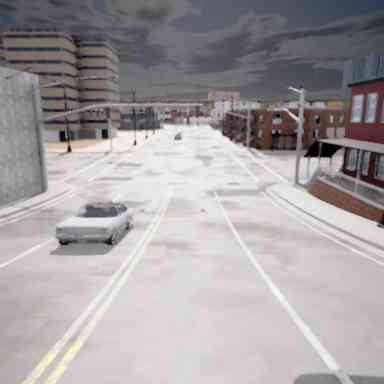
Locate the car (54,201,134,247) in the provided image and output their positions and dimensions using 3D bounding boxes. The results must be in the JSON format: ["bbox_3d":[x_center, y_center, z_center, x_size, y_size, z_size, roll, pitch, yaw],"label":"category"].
[{"bbox_3d":[-3.564,1.105,12.941,1.895,1.301,4.718,0,5,0],"label":"car"}]

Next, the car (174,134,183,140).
[{"bbox_3d":[-3.380,-13.386,80.891,1.837,1.490,4.892,0,13,0],"label":"car"}]
